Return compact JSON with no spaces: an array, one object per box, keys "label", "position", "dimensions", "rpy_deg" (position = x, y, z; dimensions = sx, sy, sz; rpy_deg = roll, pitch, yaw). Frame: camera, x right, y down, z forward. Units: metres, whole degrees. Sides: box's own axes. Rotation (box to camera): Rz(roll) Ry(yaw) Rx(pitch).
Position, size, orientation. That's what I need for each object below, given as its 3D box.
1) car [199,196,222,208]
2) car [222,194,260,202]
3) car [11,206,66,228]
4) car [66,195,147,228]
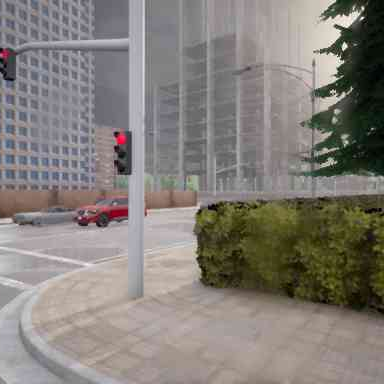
[{"label":"car","position":[2.763,1.407,40.728],"dimensions":[2.097,1.767,4.553],"rpy_deg":[0,0,36]},{"label":"car","position":[6.206,1.282,39.514],"dimensions":[2.150,2.045,5.566],"rpy_deg":[0,0,36]},{"label":"car","position":[-9.825,1.656,23.146],"dimensions":[1.895,1.301,4.718],"rpy_deg":[0,0,35]},{"label":"car","position":[-5.524,1.275,23.186],"dimensions":[2.150,2.045,5.566],"rpy_deg":[0,0,33]}]
